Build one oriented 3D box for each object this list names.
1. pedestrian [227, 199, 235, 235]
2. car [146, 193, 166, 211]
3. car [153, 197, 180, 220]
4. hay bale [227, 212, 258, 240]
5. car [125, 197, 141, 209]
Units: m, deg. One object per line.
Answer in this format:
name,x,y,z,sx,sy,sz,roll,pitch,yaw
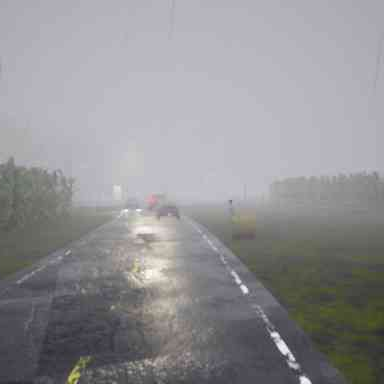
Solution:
pedestrian,2.024,1.250,17.013,0.375,1.860,0.375,0,0,-10
car,-4.277,1.188,40.557,2.150,2.045,5.566,0,0,-12
car,-2.071,1.468,28.024,1.837,1.490,4.892,0,0,-8
hay bale,2.429,1.620,16.066,1.220,1.180,1.240,0,0,-5
car,-8.113,1.490,45.169,1.837,1.490,4.892,0,0,-13
